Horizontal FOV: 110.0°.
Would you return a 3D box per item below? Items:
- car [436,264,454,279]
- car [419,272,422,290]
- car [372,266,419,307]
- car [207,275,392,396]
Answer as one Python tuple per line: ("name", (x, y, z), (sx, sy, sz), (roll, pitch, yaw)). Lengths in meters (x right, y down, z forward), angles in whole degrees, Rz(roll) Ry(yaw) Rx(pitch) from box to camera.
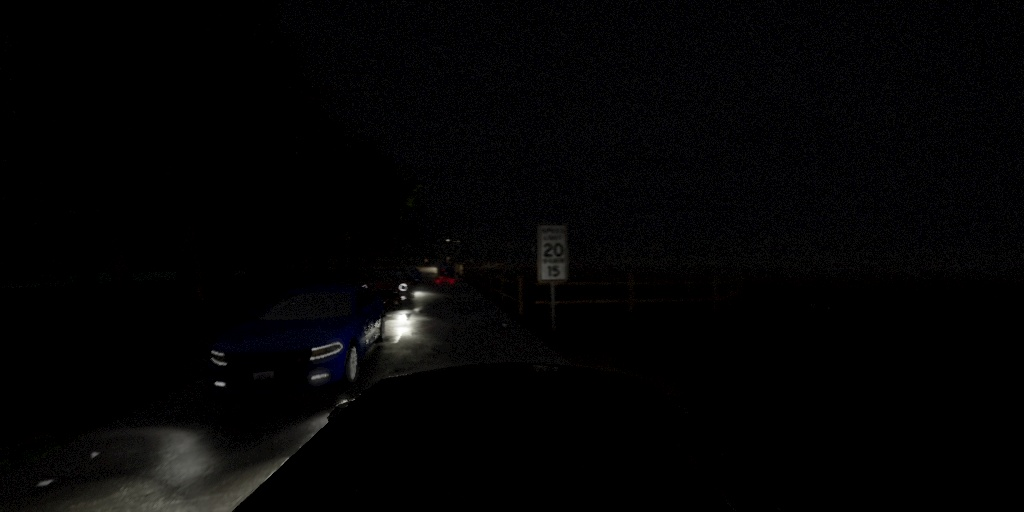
("car", (-7.615, 1.751, 41.006), (1.882, 1.535, 5.008), (-1, -1, -12))
("car", (-7.668, 1.609, 26.403), (1.882, 1.535, 5.008), (-1, -1, -11))
("car", (-5.734, 1.355, 16.828), (2.097, 1.767, 4.553), (-1, -1, -11))
("car", (-3.787, 1.346, 7.205), (1.882, 1.535, 5.008), (-1, -1, -11))
